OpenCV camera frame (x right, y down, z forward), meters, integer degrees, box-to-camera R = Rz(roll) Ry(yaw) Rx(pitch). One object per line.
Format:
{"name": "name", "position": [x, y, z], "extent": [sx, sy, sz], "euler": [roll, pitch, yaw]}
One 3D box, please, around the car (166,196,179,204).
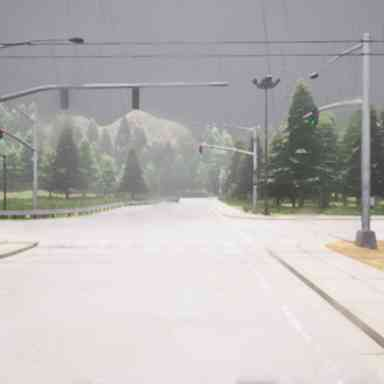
{"name": "car", "position": [-3.322, 1.323, 58.355], "extent": [1.994, 1.385, 4.181], "euler": [0, 0, 1]}
